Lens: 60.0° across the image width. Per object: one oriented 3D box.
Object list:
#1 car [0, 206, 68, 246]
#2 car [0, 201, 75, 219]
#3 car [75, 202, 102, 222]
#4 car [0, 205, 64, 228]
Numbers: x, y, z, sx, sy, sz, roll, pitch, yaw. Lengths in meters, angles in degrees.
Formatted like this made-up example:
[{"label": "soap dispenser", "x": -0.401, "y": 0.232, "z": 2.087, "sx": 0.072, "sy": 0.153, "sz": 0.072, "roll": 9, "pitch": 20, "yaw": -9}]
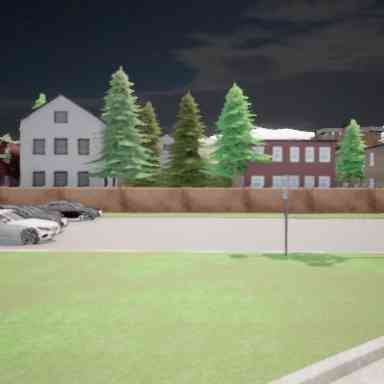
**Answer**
[{"label": "car", "x": -8.127, "y": 1.472, "z": 14.357, "sx": 4.674, "sy": 1.442, "sz": 1.812, "roll": 0, "pitch": 0, "yaw": 0}, {"label": "car", "x": -9.243, "y": 1.428, "z": 17.849, "sx": 4.902, "sy": 1.511, "sz": 2.128, "roll": 0, "pitch": 0, "yaw": 0}, {"label": "car", "x": -9.242, "y": 1.414, "z": 24.850, "sx": 4.902, "sy": 1.511, "sz": 2.128, "roll": 0, "pitch": 0, "yaw": 0}, {"label": "car", "x": -10.959, "y": 1.525, "z": 21.355, "sx": 4.718, "sy": 1.301, "sz": 1.895, "roll": 0, "pitch": 0, "yaw": 0}]
